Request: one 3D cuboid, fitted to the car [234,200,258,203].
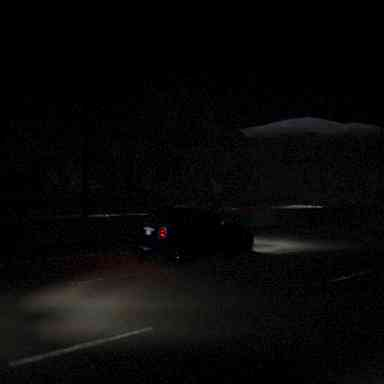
[{"bbox_3d":[4.359,1.536,29.663,4.553,1.767,2.097,1,0,-42],"label":"car"}]

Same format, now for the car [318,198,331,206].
[{"bbox_3d":[26.940,2.014,67.629,2.128,1.511,4.902,0,0,31],"label":"car"}]

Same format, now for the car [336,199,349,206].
[{"bbox_3d":[29.288,2.066,64.701,1.812,1.442,4.674,0,0,31],"label":"car"}]

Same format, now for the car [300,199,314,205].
[{"bbox_3d":[24.080,2.060,69.676,1.895,1.301,4.718,0,0,31],"label":"car"}]

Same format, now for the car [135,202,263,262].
[{"bbox_3d":[0.229,1.417,12.568,4.553,1.767,2.097,1,0,-36],"label":"car"}]

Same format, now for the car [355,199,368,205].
[{"bbox_3d":[31.136,1.984,61.051,1.882,1.535,5.008,0,0,33],"label":"car"}]

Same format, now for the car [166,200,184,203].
[{"bbox_3d":[0.103,1.658,35.218,5.008,1.535,1.882,1,0,-42],"label":"car"}]

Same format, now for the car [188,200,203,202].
[{"bbox_3d":[1.970,1.705,32.201,4.674,1.442,1.812,1,0,-42],"label":"car"}]
